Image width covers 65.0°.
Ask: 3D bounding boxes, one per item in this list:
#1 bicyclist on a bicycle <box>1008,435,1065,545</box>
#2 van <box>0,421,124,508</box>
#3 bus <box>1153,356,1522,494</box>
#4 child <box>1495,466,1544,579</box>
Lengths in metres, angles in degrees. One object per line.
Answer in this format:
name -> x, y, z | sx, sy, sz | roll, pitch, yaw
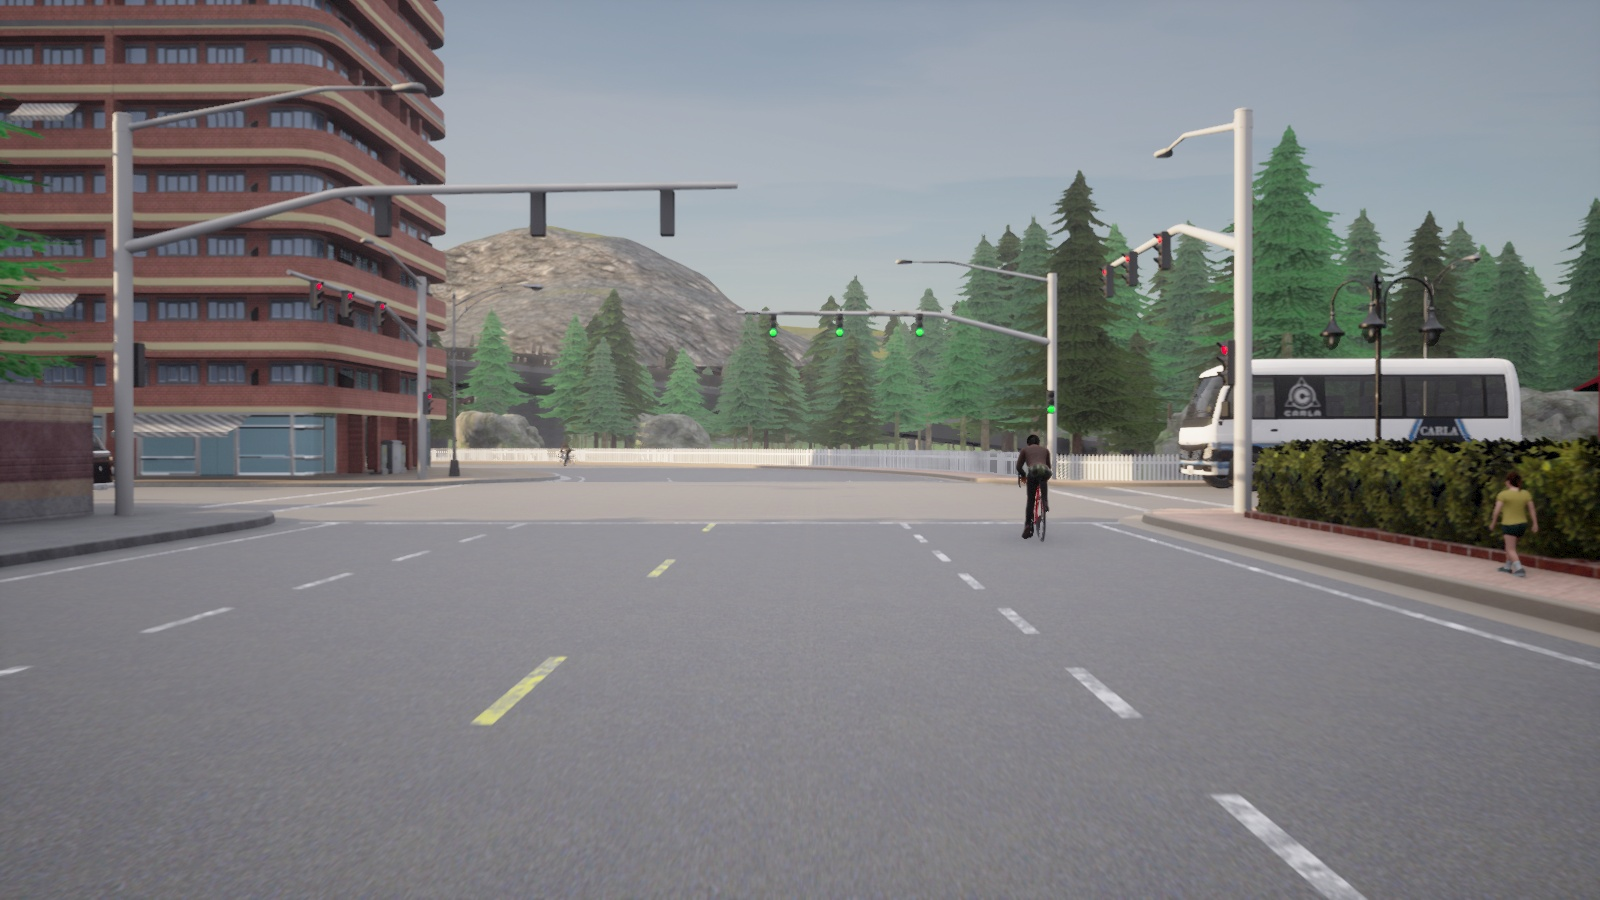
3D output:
bicyclist on a bicycle -> 3.628, 0.593, 19.378 | 0.582, 1.620, 1.656 | 0, 0, 0
van -> -19.304, 0.337, 30.672 | 4.480, 2.038, 2.069 | 0, 0, 1
bus -> 17.107, -0.790, 40.691 | 10.273, 4.253, 3.944 | 0, 0, 1
child -> 7.199, 0.715, 12.570 | 0.255, 1.110, 0.394 | 0, 0, -1
